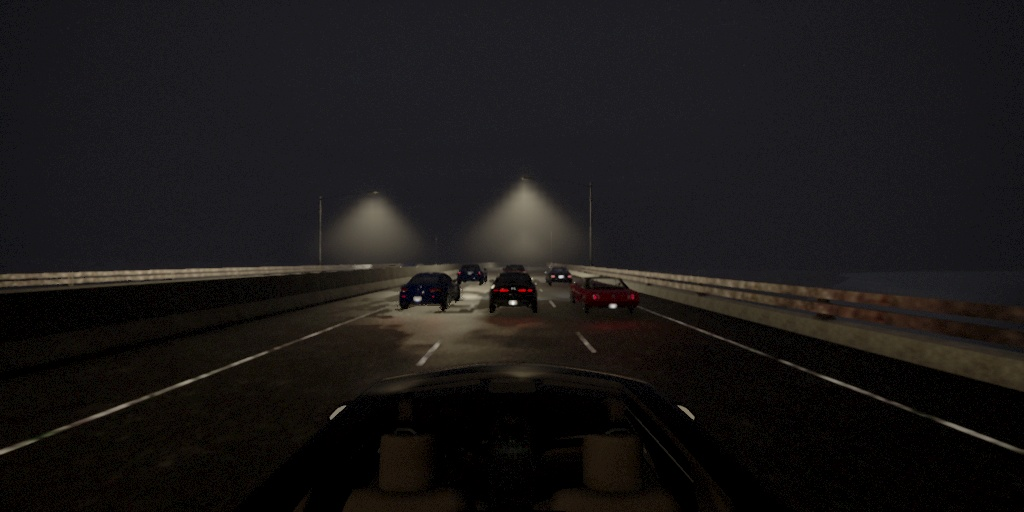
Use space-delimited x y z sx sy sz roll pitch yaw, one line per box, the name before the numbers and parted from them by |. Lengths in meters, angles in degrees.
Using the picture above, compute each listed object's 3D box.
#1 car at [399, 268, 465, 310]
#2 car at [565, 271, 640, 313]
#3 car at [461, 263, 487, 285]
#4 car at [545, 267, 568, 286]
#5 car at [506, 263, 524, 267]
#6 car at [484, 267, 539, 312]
car | -3.418 1.416 15.440 1.812 1.442 4.674 0 0 1
car | 3.568 1.483 14.748 1.895 1.301 4.718 0 -1 1
car | -3.243 1.405 29.928 2.097 1.767 4.553 0 -1 2
car | 3.726 1.589 28.944 2.033 1.411 5.357 0 -1 2
car | 0.257 1.404 29.873 2.097 1.767 4.553 0 -1 1
car | 0.074 1.392 15.011 1.837 1.490 4.892 0 0 1
